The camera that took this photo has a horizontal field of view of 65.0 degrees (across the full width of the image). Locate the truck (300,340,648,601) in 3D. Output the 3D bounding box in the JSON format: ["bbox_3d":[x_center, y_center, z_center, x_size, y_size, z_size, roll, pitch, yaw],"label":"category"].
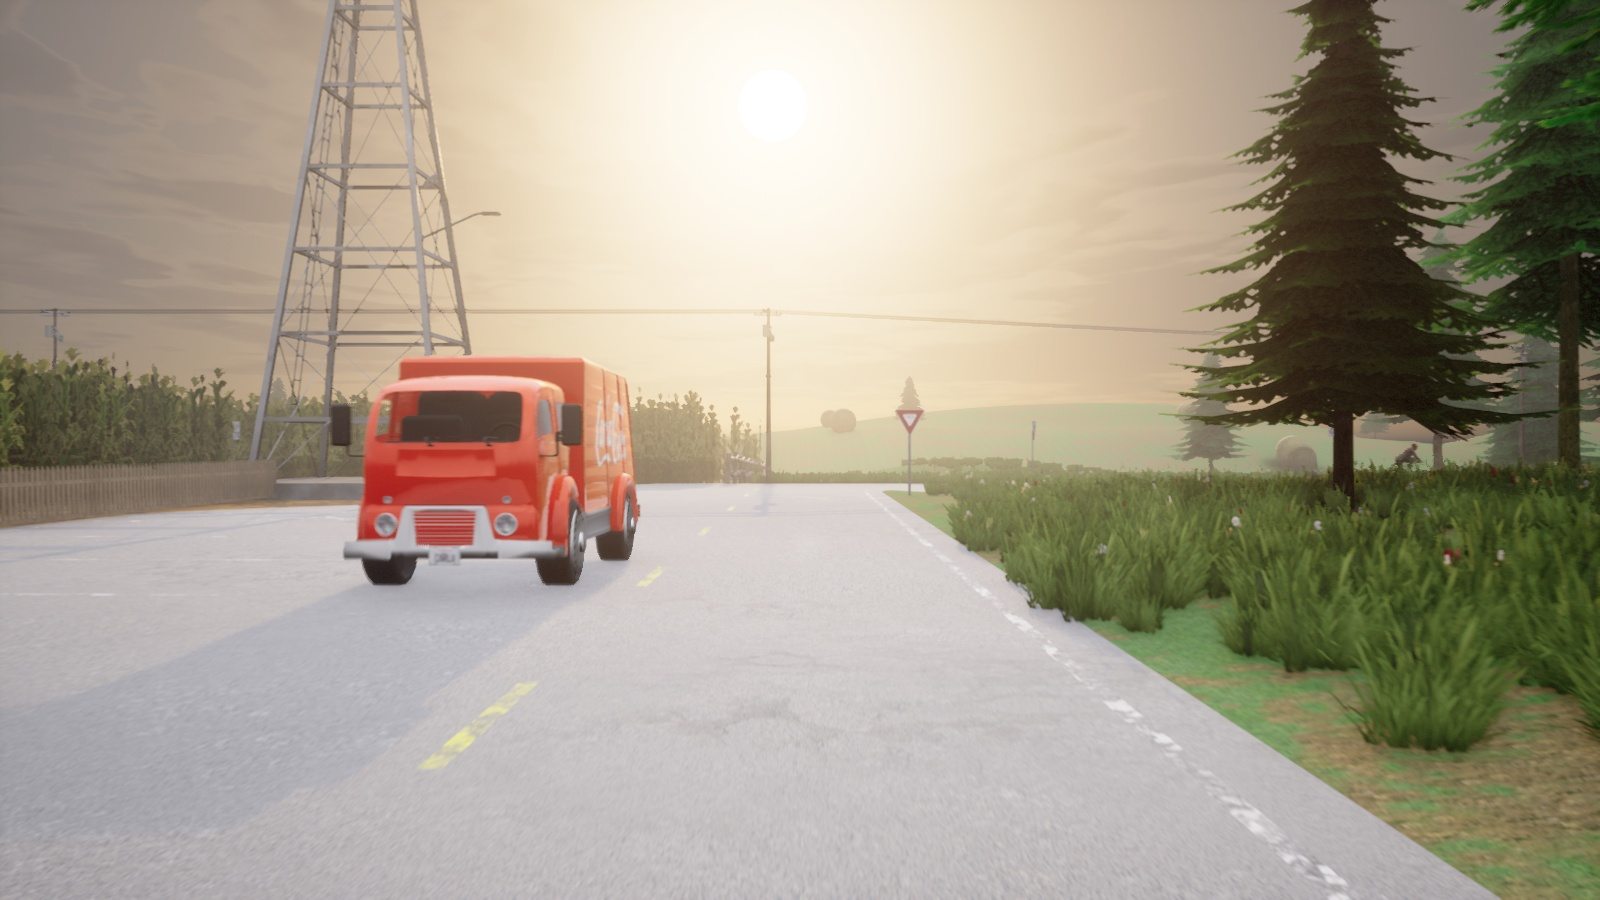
[{"bbox_3d":[-3.402,0.175,14.484,2.627,2.467,5.204,0,0,0],"label":"truck"}]
